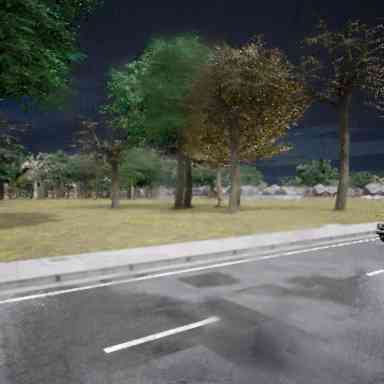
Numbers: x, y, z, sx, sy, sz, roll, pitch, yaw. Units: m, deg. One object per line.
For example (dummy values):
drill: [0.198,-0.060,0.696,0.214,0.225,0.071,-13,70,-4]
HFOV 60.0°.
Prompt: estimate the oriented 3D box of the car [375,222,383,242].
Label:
car: [10.274,1.575,15.008,4.718,1.301,1.895,0,0,-35]
